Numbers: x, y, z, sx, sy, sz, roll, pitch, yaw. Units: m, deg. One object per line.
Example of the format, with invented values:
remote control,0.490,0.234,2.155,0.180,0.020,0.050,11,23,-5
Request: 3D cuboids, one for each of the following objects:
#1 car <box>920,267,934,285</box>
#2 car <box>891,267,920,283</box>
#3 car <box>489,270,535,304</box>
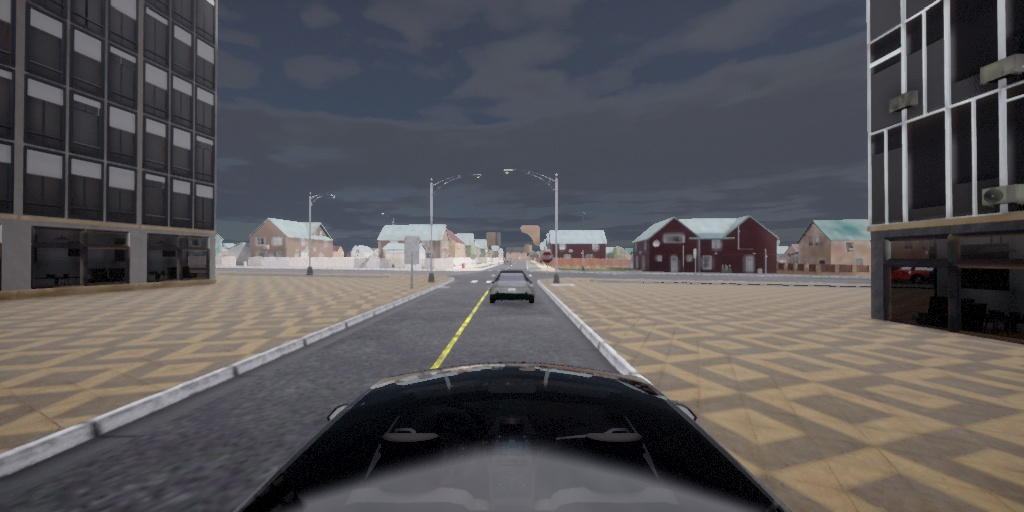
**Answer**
car,37.241,1.567,29.303,4.553,1.767,2.097,1,0,8
car,37.679,1.597,32.524,4.553,1.767,2.097,1,0,8
car,0.000,1.327,16.500,1.994,1.385,4.181,0,0,0
